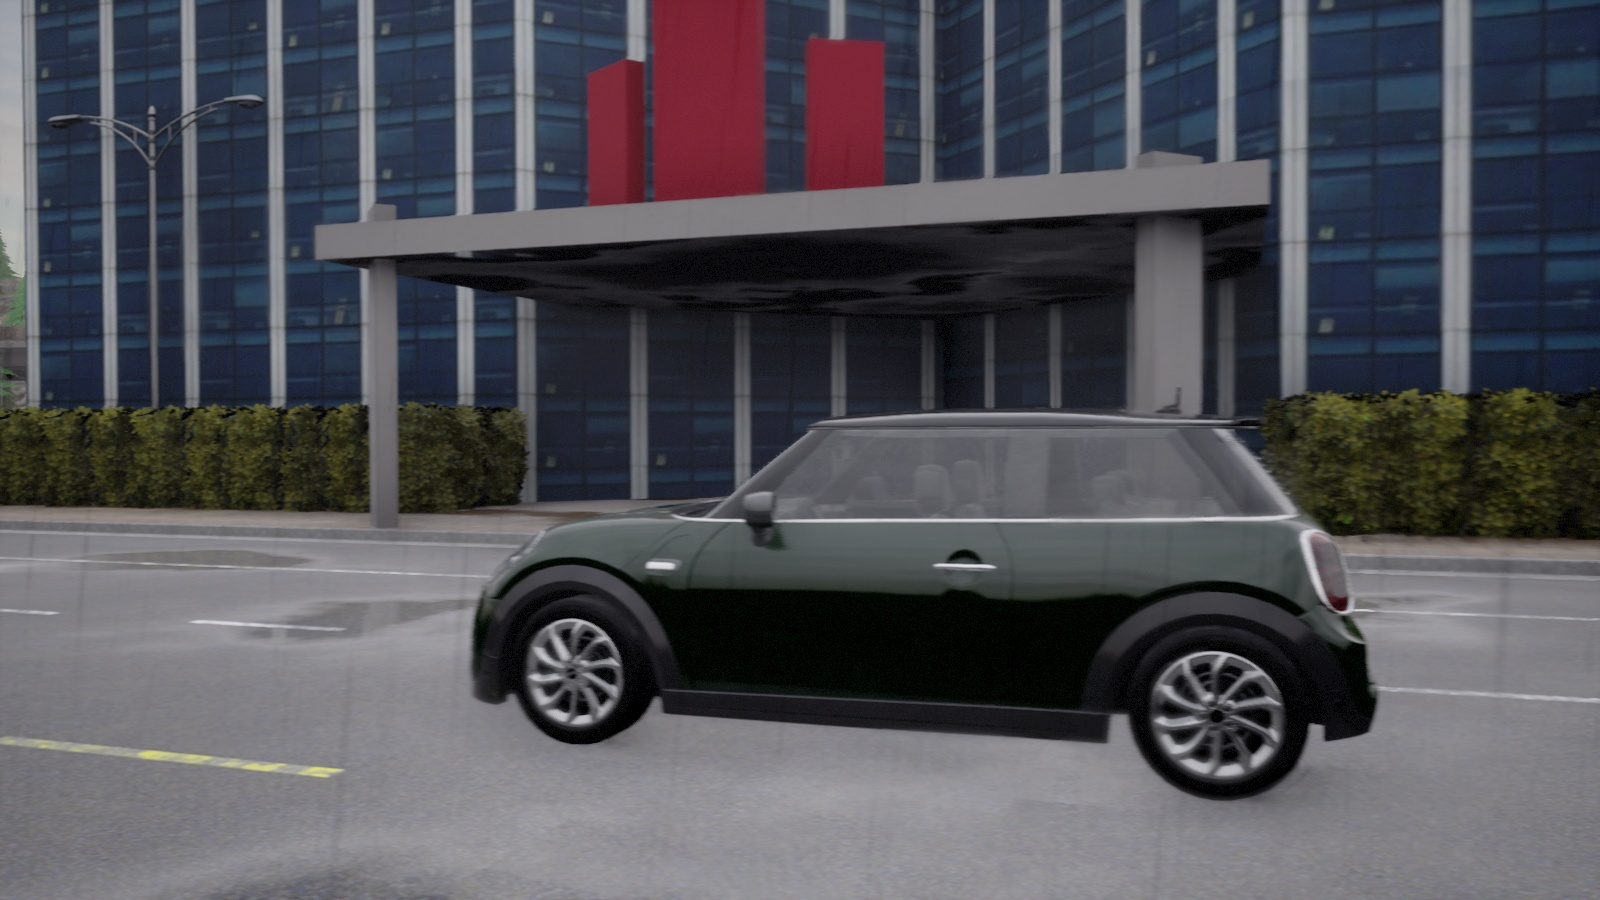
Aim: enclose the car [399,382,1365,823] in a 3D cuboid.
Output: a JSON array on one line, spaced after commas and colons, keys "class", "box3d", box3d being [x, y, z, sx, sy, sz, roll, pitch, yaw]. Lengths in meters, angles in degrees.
[{"class": "car", "box3d": [0.427, 0.579, 6.740, 4.553, 1.767, 2.097, 1, 1, 19]}]
